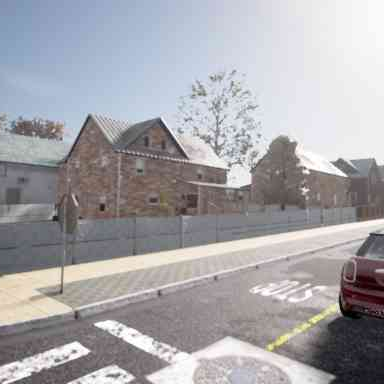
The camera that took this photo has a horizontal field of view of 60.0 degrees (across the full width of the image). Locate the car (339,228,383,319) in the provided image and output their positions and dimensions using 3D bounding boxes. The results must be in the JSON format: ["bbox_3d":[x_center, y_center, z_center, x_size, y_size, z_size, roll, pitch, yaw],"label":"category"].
[{"bbox_3d":[4.753,1.450,6.720,2.097,1.767,4.553,-2,-2,44],"label":"car"}]
